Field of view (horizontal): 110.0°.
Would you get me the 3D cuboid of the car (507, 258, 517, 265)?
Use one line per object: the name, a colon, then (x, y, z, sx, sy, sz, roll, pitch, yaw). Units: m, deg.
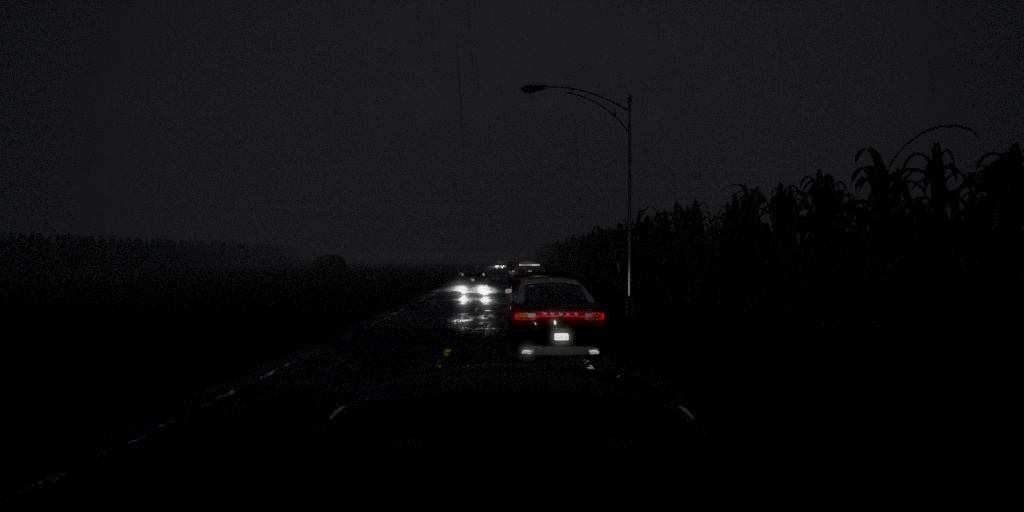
car: (0.926, 1.084, 24.568, 2.097, 1.767, 4.553, 0, 0, 0)

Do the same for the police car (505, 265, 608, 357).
police car: (0.858, 1.173, 8.709, 1.930, 1.638, 5.238, 0, 0, 0)

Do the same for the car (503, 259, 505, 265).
car: (0.275, 1.179, 51.222, 2.128, 1.511, 4.902, 0, 0, 1)

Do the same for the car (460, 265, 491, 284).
car: (-2.642, 1.332, 26.575, 1.895, 1.301, 4.718, 0, 0, 0)

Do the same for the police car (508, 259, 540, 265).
police car: (0.901, 1.166, 18.709, 1.930, 1.638, 5.238, 0, 0, 0)
